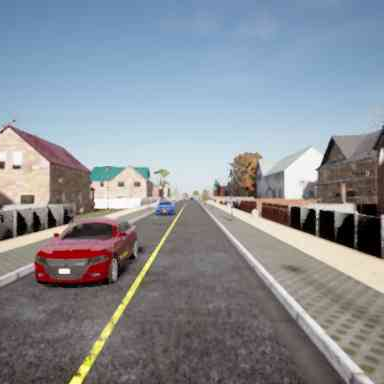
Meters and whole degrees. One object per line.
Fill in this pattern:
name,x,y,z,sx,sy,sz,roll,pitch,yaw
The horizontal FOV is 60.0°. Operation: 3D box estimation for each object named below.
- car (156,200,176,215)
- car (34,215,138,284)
car,-2.774,1.653,35.739,1.882,1.535,5.008,0,-1,0
car,-2.843,1.514,9.928,1.882,1.535,5.008,0,0,0
